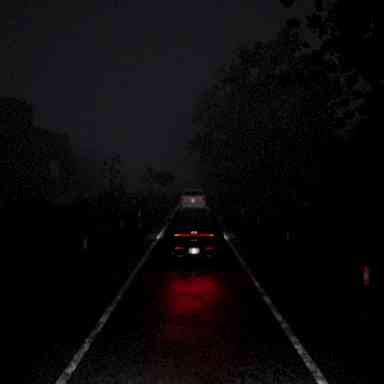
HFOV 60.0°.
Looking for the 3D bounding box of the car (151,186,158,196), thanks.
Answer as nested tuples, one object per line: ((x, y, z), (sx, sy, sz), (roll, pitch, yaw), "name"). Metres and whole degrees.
((-9.049, -0.190, 67.874), (2.435, 2.045, 5.566), (0, 1, 1), "car")

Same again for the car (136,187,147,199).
((-9.030, 0.337, 52.449), (2.097, 1.535, 5.008), (0, 1, 2), "car")

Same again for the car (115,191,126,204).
((-9.009, 0.676, 35.818), (2.097, 1.535, 5.008), (0, 1, 2), "car")

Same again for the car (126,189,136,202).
((-9.025, 0.534, 42.198), (1.946, 1.575, 5.366), (0, 1, 2), "car")

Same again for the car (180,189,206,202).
((0.084, 0.703, 29.649), (2.150, 2.045, 5.566), (0, 1, 0), "car")

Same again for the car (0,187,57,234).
((-8.984, 0.769, 15.766), (2.435, 2.045, 5.566), (0, 1, 2), "car")

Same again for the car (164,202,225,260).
((0.071, 1.321, 11.628), (1.837, 1.490, 4.892), (0, 1, 0), "car")

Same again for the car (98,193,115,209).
((-9.002, 0.785, 30.263), (2.231, 1.521, 4.892), (0, 2, 2), "car")

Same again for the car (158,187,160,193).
((-9.057, -0.037, 74.623), (2.002, 1.452, 4.674), (0, 1, 0), "car")

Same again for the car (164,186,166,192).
((-9.078, -0.403, 91.275), (2.231, 1.521, 4.892), (0, 0, -2), "car")

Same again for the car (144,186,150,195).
((-9.037, 0.217, 57.995), (2.097, 1.535, 5.008), (0, 1, 2), "car")

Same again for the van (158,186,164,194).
((-9.076, -0.502, 85.587), (1.878, 1.987, 4.442), (0, 1, 2), "van")

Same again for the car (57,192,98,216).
((-8.995, 0.873, 24.722), (2.097, 1.535, 5.008), (0, 1, 2), "car")
